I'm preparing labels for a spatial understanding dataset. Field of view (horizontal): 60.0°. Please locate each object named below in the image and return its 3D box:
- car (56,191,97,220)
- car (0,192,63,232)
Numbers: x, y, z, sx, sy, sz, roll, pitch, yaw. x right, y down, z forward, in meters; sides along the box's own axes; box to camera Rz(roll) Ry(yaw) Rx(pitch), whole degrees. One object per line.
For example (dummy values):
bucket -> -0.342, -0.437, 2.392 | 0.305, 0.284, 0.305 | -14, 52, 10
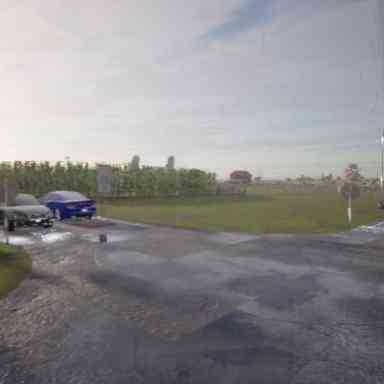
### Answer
car -> -7.279, 0.692, 18.571 | 5.008, 1.535, 1.882 | 3, 4, 42
car -> -8.095, 0.853, 15.363 | 4.892, 1.490, 1.837 | 3, 3, 43
